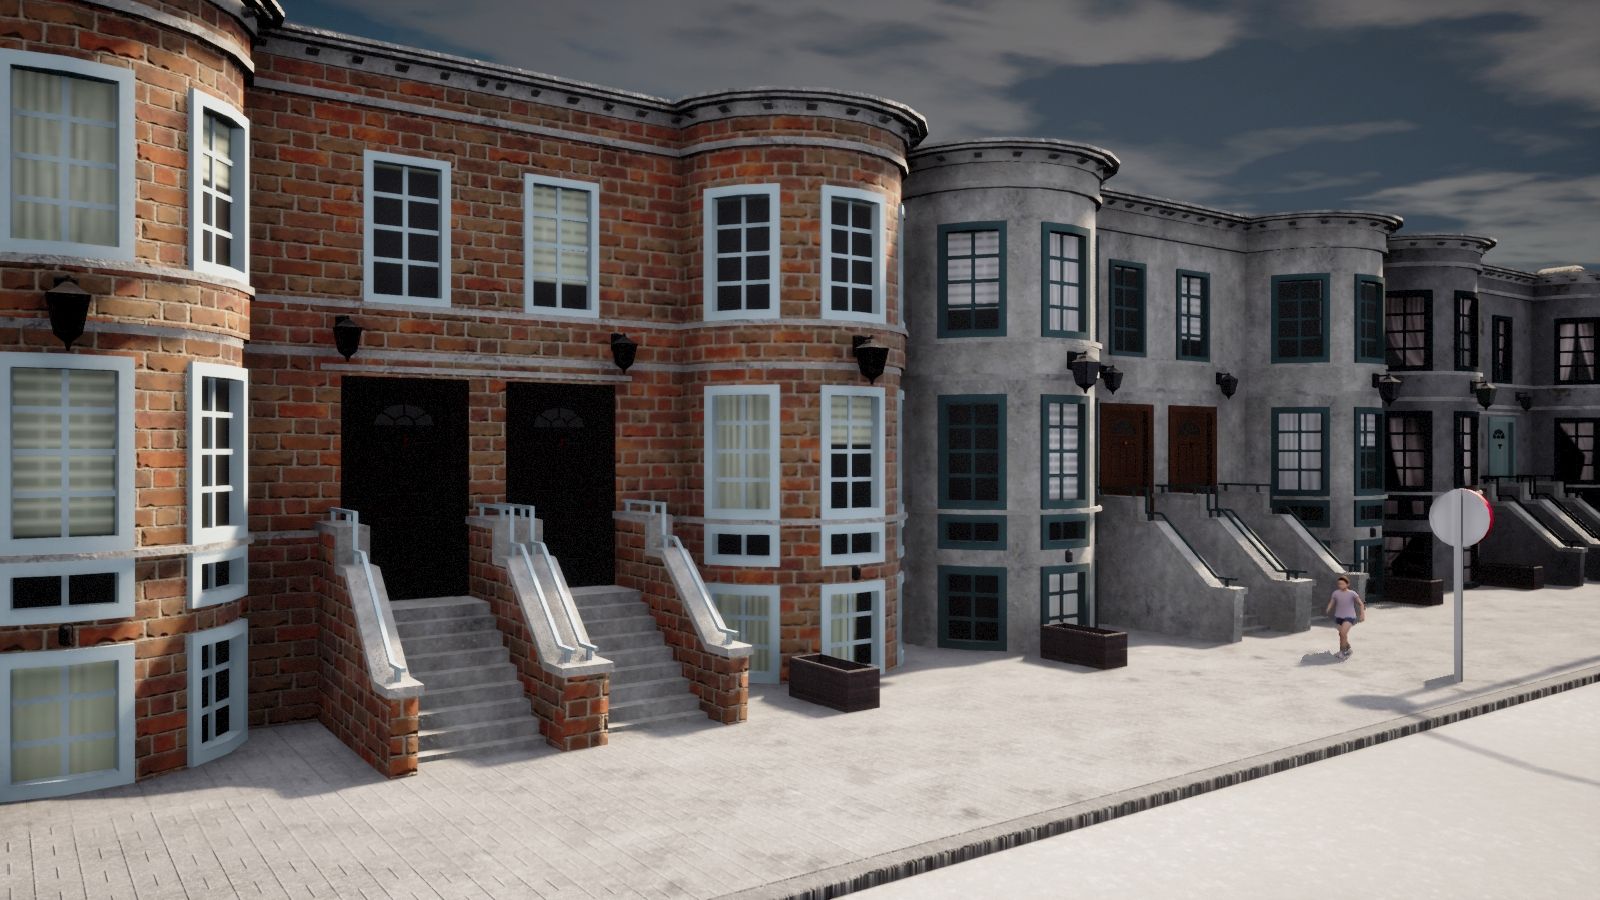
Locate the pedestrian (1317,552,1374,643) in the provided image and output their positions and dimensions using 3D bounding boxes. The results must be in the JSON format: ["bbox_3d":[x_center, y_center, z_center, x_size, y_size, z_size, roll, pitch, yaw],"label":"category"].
[{"bbox_3d":[7.107,1.904,14.884,0.500,1.100,0.500,0,0,-37],"label":"pedestrian"}]
